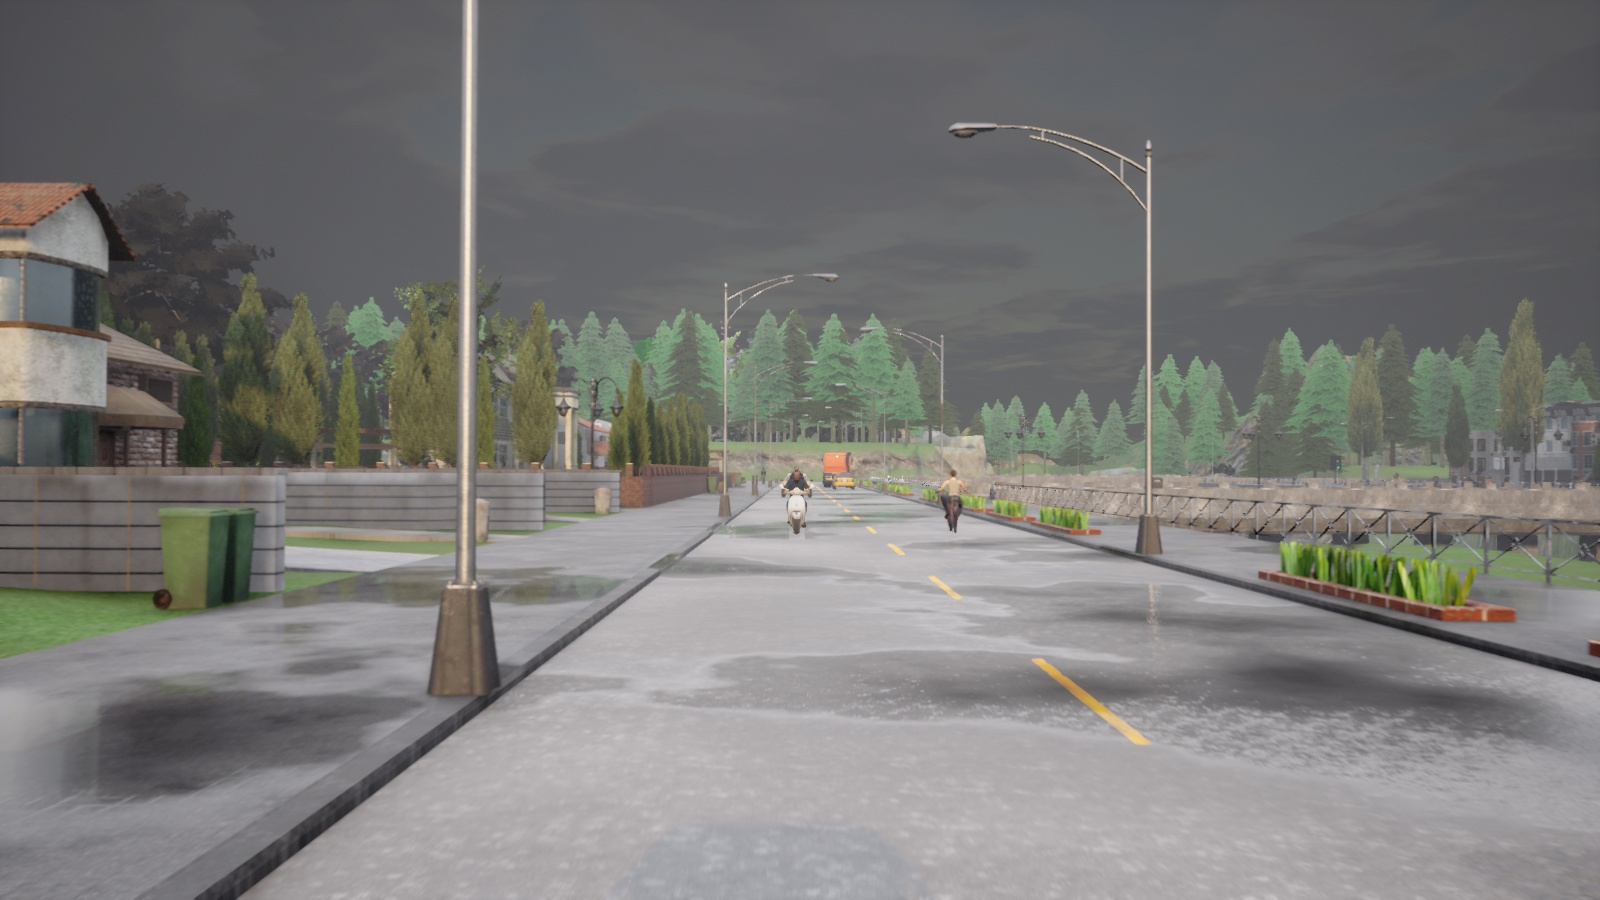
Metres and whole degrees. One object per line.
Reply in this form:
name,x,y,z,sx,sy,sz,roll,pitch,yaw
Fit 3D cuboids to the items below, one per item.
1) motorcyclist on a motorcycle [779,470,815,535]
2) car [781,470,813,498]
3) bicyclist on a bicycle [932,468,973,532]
motorcyclist on a motorcycle,-0.074,1.294,31.417,0.866,1.590,1.817,0,-1,0
car,-0.178,2.019,75.562,1.801,1.575,5.366,0,-1,0
bicyclist on a bicycle,3.919,1.277,32.358,0.866,1.612,1.509,0,-1,0
